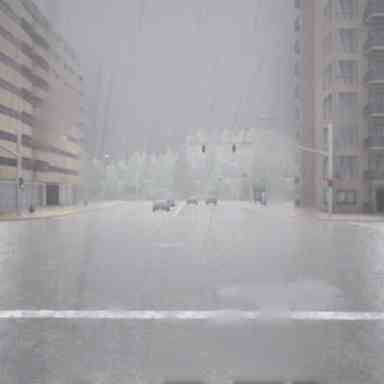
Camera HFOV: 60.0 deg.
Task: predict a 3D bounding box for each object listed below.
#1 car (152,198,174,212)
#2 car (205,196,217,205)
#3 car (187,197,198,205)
[{"bbox_3d":[-3.560,1.551,39.525,1.812,1.442,4.674,0,0,0],"label":"car"},{"bbox_3d":[3.514,1.543,60.830,1.837,1.490,4.892,0,0,0],"label":"car"},{"bbox_3d":[0.014,1.564,60.831,1.812,1.442,4.674,0,0,0],"label":"car"}]
